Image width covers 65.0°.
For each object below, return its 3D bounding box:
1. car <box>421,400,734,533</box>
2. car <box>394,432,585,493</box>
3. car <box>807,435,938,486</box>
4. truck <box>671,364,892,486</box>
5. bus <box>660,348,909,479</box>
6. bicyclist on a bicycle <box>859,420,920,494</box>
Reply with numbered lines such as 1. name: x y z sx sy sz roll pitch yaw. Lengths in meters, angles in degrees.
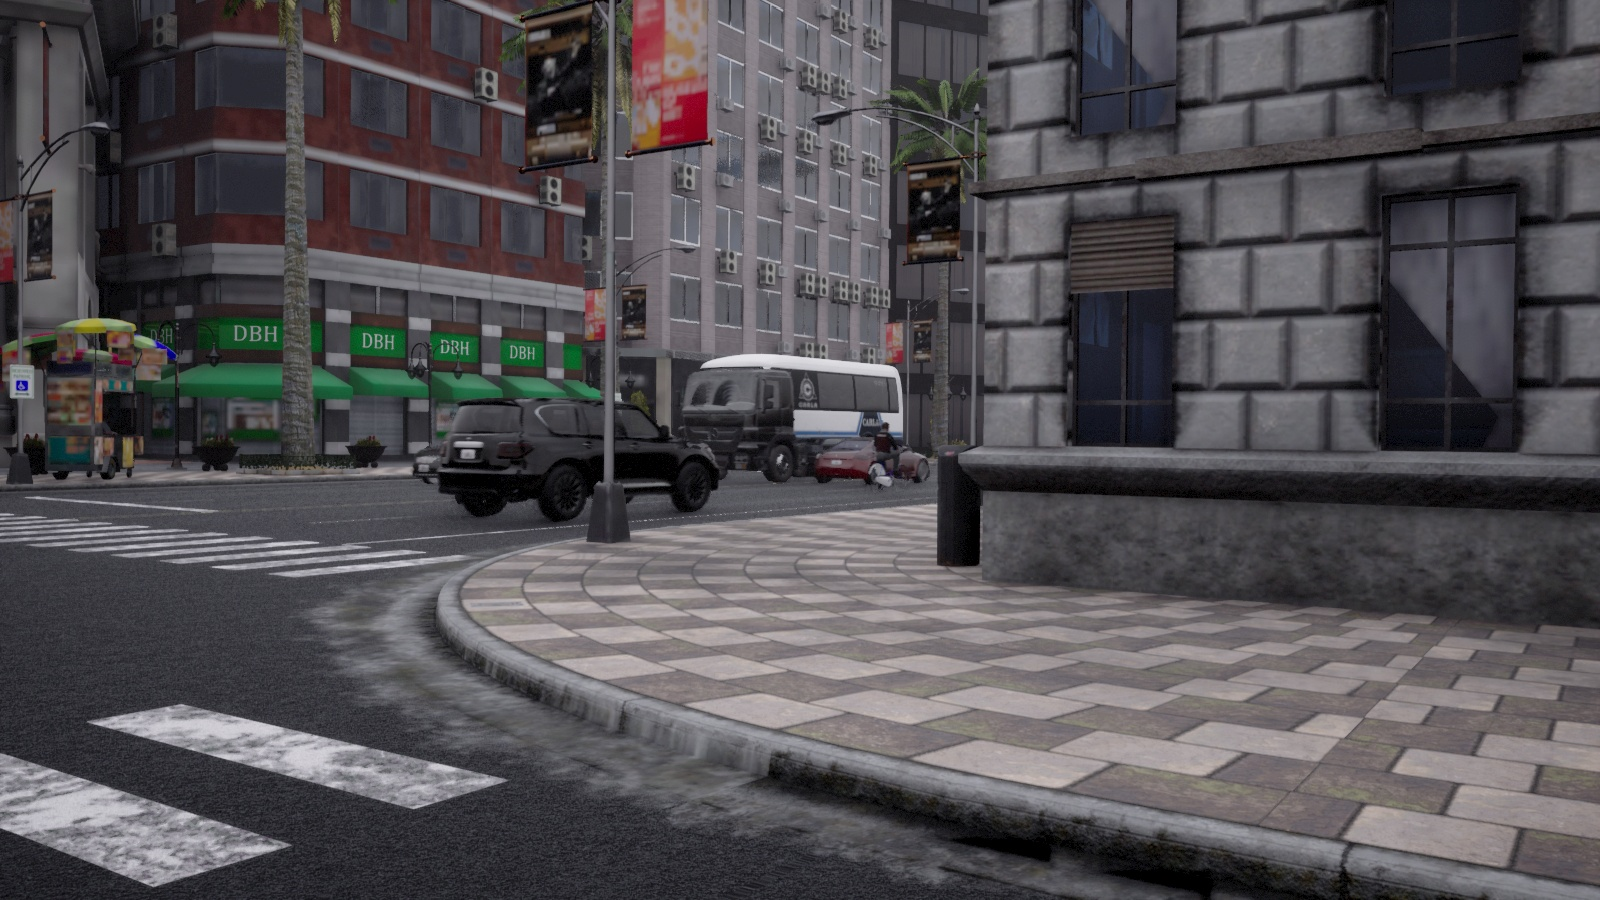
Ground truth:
1. car: -3.720 0.187 22.205 2.150 2.045 5.566 0 1 34
2. car: -8.337 0.297 34.173 2.128 1.511 4.902 0 1 33
3. car: 2.220 0.266 37.310 1.994 1.385 4.181 0 1 35
4. truck: -0.363 -0.778 39.615 2.891 3.462 7.936 0 1 34
5. bus: -0.254 -1.261 45.976 3.944 4.253 10.273 0 1 34
6. bicyclist on a bicycle: 2.239 0.157 31.174 0.659 1.776 1.843 0 1 35
